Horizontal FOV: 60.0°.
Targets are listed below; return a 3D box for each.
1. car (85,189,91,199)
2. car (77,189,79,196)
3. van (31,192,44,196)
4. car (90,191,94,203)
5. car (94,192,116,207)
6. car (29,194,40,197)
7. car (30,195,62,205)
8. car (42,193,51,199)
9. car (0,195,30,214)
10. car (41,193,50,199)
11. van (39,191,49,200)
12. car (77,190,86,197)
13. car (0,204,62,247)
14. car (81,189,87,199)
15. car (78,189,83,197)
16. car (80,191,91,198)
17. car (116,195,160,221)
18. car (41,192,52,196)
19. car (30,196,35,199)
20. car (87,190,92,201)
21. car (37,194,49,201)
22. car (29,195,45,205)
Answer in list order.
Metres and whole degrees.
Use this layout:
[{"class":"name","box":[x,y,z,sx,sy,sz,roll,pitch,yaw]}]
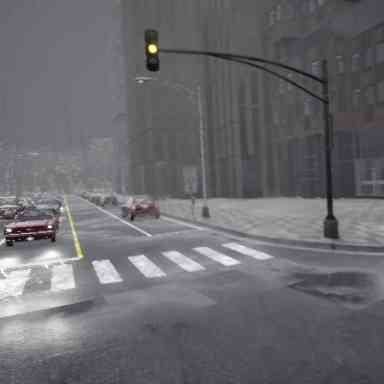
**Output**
[{"class":"car","box":[-15.480,0.716,52.744,1.752,1.417,4.829,-4,2,-21]},{"class":"car","box":[-25.362,0.472,78.071,1.752,1.417,4.829,-4,2,-21]},{"class":"van","box":[-23.358,1.052,49.491,1.690,1.788,3.998,-4,2,-21]},{"class":"car","box":[-11.464,0.837,42.455,1.887,1.381,4.507,-4,2,-21]},{"class":"car","box":[-9.488,0.893,37.390,2.008,1.369,4.403,-4,2,-21]},{"class":"car","box":[-19.333,1.337,39.208,1.752,1.417,4.829,-4,2,-21]},{"class":"car","box":[-12.293,1.314,28.492,2.033,1.411,5.357,-4,2,-21]},{"class":"car","box":[-37.180,0.937,84.956,1.947,1.339,4.313,-4,2,-21]},{"class":"car","box":[-13.477,1.277,24.163,2.192,1.841,5.009,-4,2,-21]},{"class":"car","box":[-35.144,0.945,79.731,1.752,1.417,4.829,-4,2,-21]},{"class":"van","box":[-33.239,0.808,74.818,1.690,1.788,3.998,-4,2,-21]},{"class":"car","box":[-29.257,0.293,88.041,1.967,1.590,4.097,-4,2,-21]},{"class":"car","box":[-7.131,1.504,15.160,1.895,1.301,4.718,-4,2,-20]},{"class":"car","box":[-19.433,0.617,62.874,1.752,1.417,4.829,-4,2,-21]},{"class":"car","box":[-21.359,0.360,67.775,2.192,1.841,5.009,-4,2,-21]},{"class":"car","box":[-23.322,0.547,72.848,2.008,1.369,4.403,-4,2,-21]},{"class":"car","box":[-3.564,0.935,22.190,1.967,1.590,4.097,-4,2,-21]},{"class":"car","box":[-17.487,1.109,41.887,1.882,1.535,5.008,-4,2,-21]},{"class":"car","box":[-17.415,1.443,34.302,1.802,1.307,4.206,-4,2,-21]},{"class":"car","box":[-13.441,0.787,47.521,1.887,1.381,4.507,-4,2,-21]},{"class":"car","box":[-31.251,1.080,69.760,1.947,1.339,4.313,-4,2,-21]},{"class":"car","box":[-25.323,1.212,54.563,2.008,1.369,4.403,-4,2,-21]}]
